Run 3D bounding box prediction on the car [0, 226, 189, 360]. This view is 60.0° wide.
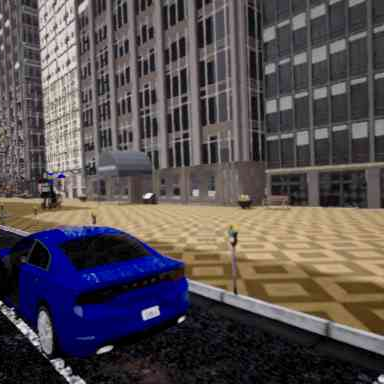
[{"bbox_3d":[-2.179,1.354,5.971,1.882,1.535,5.008,-4,2,-42],"label":"car"}]
